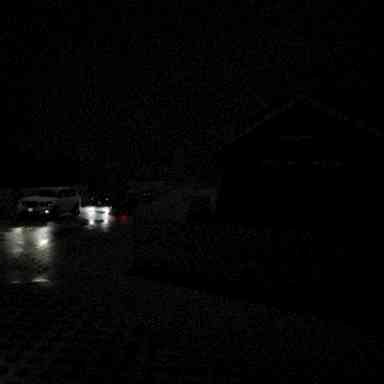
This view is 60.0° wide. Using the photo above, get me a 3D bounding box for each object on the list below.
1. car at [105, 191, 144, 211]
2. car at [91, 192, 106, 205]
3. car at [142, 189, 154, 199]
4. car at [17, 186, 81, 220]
[{"bbox_3d":[-6.288,0.870,31.528,2.128,1.511,4.902,3,2,0],"label":"car"},{"bbox_3d":[-9.242,0.715,35.219,1.895,1.301,4.718,3,2,-1],"label":"car"},{"bbox_3d":[-6.937,0.307,51.176,2.033,1.411,5.357,3,2,-2],"label":"car"},{"bbox_3d":[-9.500,0.661,22.694,2.150,2.045,5.566,3,1,4],"label":"car"}]
